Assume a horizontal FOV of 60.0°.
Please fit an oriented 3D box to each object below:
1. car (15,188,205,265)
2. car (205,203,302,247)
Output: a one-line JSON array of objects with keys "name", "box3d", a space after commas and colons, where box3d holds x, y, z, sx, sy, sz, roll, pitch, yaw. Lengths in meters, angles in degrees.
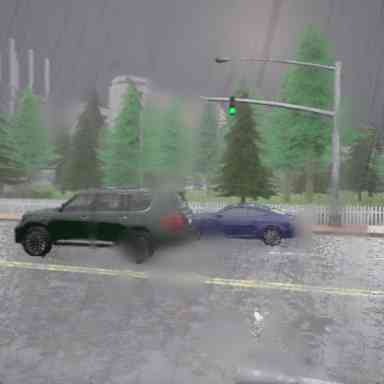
[{"name": "car", "box3d": [-2.638, 0.901, 10.310, 5.566, 2.045, 2.150, 1, 2, 15]}, {"name": "car", "box3d": [1.771, 1.155, 12.755, 4.674, 1.442, 1.812, 1, 2, 15]}]
